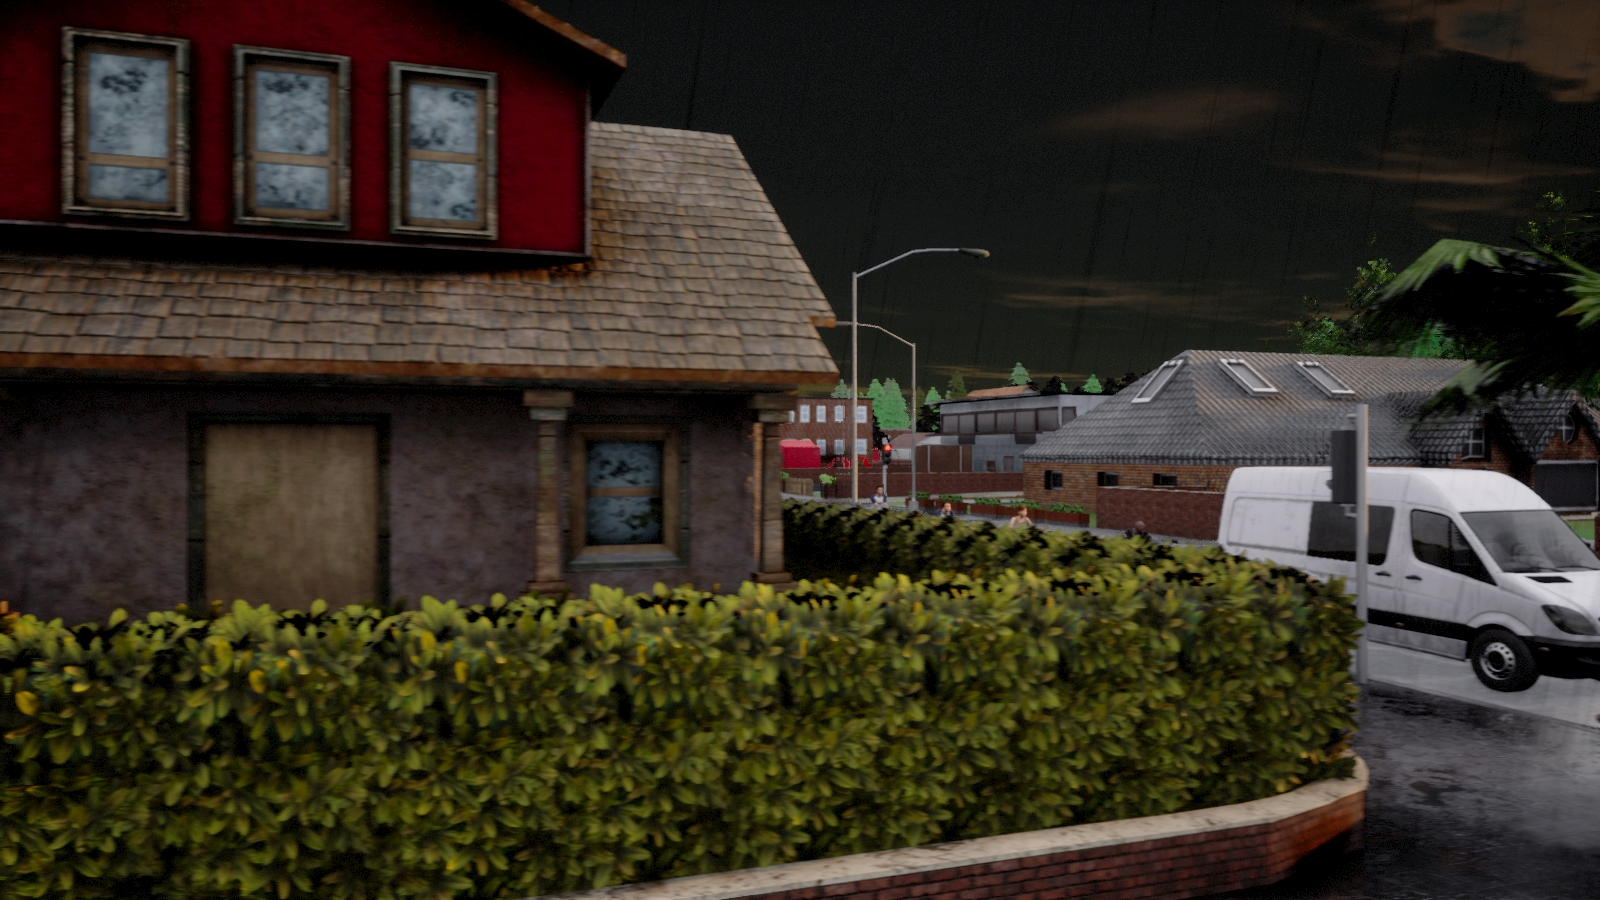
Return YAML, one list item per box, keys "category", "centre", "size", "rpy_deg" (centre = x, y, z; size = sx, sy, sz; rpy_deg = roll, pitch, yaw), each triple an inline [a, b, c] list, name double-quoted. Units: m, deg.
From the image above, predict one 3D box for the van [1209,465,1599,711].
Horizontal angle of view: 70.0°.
- category: "van"
  centre: [8.348, 1.530, 15.423]
  size: [1.988, 2.561, 5.915]
  rpy_deg: [0, 0, -20]

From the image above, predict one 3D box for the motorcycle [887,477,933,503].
- category: "motorcycle"
  centre: [5.915, 2.147, 61.574]
  size: [2.356, 1.307, 0.764]
  rpy_deg: [0, 0, -20]
